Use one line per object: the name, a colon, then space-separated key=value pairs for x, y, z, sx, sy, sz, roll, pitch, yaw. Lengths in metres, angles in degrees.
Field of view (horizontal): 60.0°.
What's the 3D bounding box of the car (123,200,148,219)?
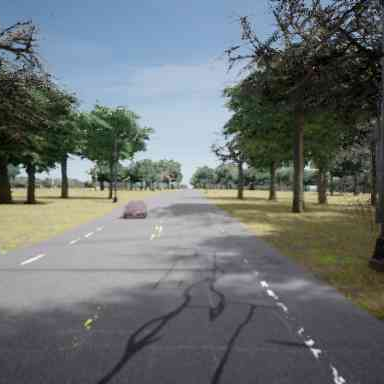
car: x=-4.614 y=1.414 z=27.587 sx=1.812 sy=1.442 sz=4.674 roll=0 pitch=0 yaw=-6
